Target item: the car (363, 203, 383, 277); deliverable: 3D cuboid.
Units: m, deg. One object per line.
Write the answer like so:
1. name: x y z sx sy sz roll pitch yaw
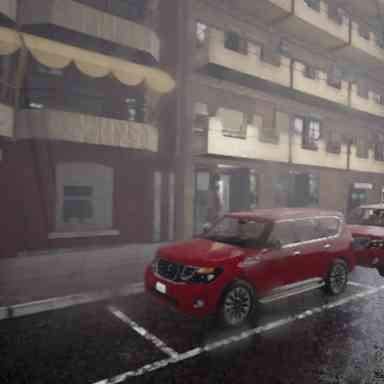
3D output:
1. car: 6.025 1.317 10.366 5.009 1.841 2.192 0 1 -35

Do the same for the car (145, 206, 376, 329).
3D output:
1. car: 1.523 1.316 7.155 5.009 1.841 2.192 0 1 -35
